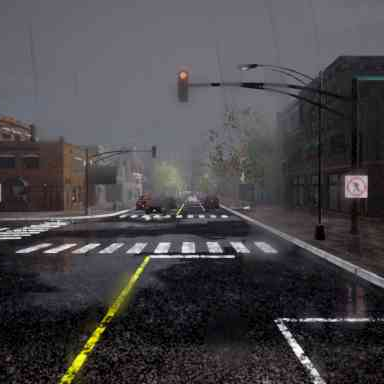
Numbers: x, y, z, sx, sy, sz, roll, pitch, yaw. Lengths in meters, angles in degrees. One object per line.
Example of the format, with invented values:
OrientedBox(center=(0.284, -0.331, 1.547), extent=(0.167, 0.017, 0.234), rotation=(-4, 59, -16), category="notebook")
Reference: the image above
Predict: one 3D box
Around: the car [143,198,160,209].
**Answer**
OrientedBox(center=(-5.680, 1.534, 46.953), extent=(1.887, 1.381, 4.507), rotation=(-1, 0, 0), category="car")

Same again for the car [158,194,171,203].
OrientedBox(center=(-5.675, 1.299, 69.129), extent=(2.192, 1.841, 5.009), rotation=(-1, 0, 0), category="car")

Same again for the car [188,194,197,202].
OrientedBox(center=(0.023, 1.336, 79.272), extent=(2.097, 1.767, 4.553), rotation=(0, 0, 0), category="car")

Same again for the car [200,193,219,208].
OrientedBox(center=(2.699, 1.305, 46.951), extent=(2.192, 1.841, 5.009), rotation=(-1, 0, 0), category="car")

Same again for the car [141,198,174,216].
OrientedBox(center=(-3.355, 1.557, 33.019), extent=(1.994, 1.385, 4.181), rotation=(0, 0, 5), category="car")

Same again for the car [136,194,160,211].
OrientedBox(center=(-5.683, 1.306, 41.409), extent=(2.192, 1.841, 5.009), rotation=(-1, 0, 0), category="car")

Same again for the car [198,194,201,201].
OrientedBox(center=(2.706, 1.536, 63.583), extent=(2.008, 1.369, 4.403), rotation=(-1, 0, 0), category="car")

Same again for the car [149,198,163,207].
OrientedBox(center=(-5.678, 1.570, 52.497), extent=(1.802, 1.307, 4.206), rotation=(-1, 0, 0), category="car")

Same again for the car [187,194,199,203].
OrientedBox(center=(0.116, 1.510, 68.135), extent=(1.812, 1.442, 4.674), rotation=(0, 0, 0), category="car")

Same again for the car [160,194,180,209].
OrientedBox(center=(-3.068, 1.468, 45.456), extent=(1.882, 1.535, 5.008), rotation=(0, 1, 0), category="car")

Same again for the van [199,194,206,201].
OrientedBox(center=(2.710, 1.320, 85.759), extent=(1.690, 1.788, 3.998), rotation=(-1, 0, 0), category="van")

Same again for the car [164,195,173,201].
OrientedBox(center=(-5.670, 1.525, 80.217), extent=(1.887, 1.381, 4.507), rotation=(-1, 0, 0), category="car")

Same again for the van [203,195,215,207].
OrientedBox(center=(2.701, 1.329, 52.495), extent=(1.690, 1.788, 3.998), rotation=(-1, 0, 0), category="van")
